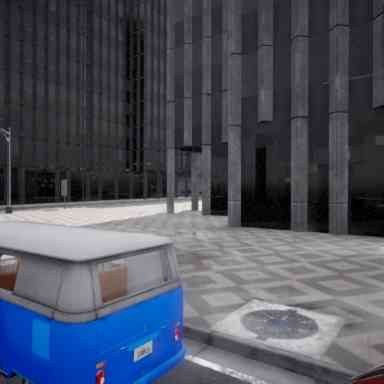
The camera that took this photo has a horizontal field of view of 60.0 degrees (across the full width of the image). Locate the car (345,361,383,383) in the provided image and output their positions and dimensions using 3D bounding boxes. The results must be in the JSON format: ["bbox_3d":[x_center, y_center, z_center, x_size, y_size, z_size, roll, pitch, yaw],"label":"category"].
[{"bbox_3d":[2.511,1.440,1.175,4.097,1.590,1.967,0,0,35],"label":"car"}]

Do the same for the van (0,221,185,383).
[{"bbox_3d":[-1.989,1.341,4.380,3.998,1.788,1.690,0,0,35],"label":"van"}]
